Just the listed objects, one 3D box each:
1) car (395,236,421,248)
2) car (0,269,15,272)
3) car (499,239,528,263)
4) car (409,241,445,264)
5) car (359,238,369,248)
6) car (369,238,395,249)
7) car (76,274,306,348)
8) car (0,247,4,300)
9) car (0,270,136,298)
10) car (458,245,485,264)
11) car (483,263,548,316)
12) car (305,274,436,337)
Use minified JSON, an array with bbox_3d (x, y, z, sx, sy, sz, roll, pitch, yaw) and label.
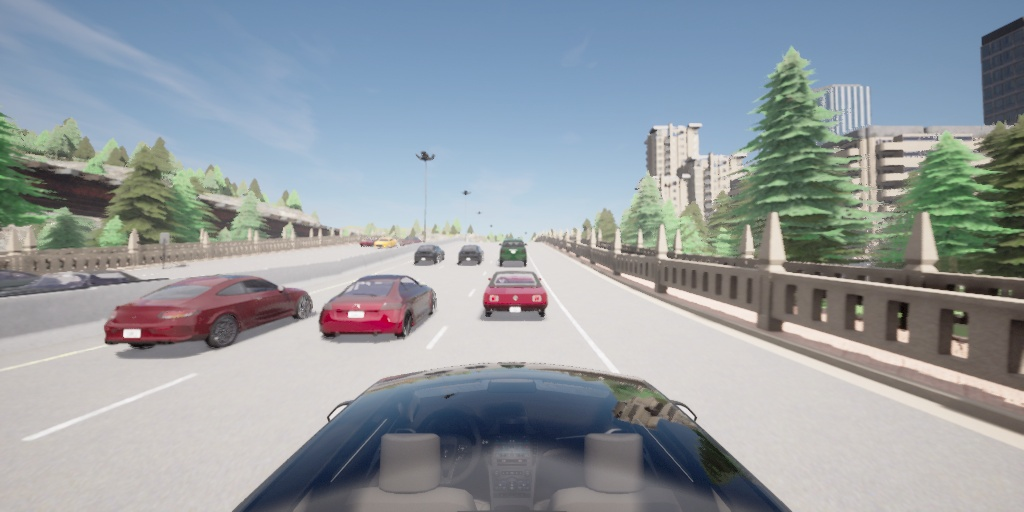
[{"bbox_3d":[-14.087,-1.922,49.781,2.097,1.767,4.553,0,4,0],"label":"car"},{"bbox_3d":[-17.601,1.125,11.560,1.994,1.385,4.181,0,2,0],"label":"car"},{"bbox_3d":[0.094,-0.418,29.411,2.150,2.045,5.566,0,5,0],"label":"car"},{"bbox_3d":[-6.906,-0.207,30.332,1.837,1.490,4.892,0,5,0],"label":"car"},{"bbox_3d":[-21.065,-1.983,53.639,1.895,1.301,4.718,0,5,0],"label":"car"},{"bbox_3d":[-17.583,-1.810,49.944,1.882,1.535,5.008,0,5,0],"label":"car"},{"bbox_3d":[-6.904,1.176,8.812,1.812,1.442,4.674,0,2,0],"label":"car"},{"bbox_3d":[-21.102,0.792,11.315,2.150,2.045,5.566,0,2,0],"label":"car"},{"bbox_3d":[-14.101,1.163,11.515,1.895,1.301,4.718,0,2,0],"label":"car"},{"bbox_3d":[-3.406,-0.207,30.327,1.837,1.490,4.892,0,5,0],"label":"car"},{"bbox_3d":[0.097,1.131,12.324,1.895,1.301,4.718,0,2,0],"label":"car"},{"bbox_3d":[-3.404,1.185,9.833,1.994,1.385,4.181,0,2,0],"label":"car"}]
